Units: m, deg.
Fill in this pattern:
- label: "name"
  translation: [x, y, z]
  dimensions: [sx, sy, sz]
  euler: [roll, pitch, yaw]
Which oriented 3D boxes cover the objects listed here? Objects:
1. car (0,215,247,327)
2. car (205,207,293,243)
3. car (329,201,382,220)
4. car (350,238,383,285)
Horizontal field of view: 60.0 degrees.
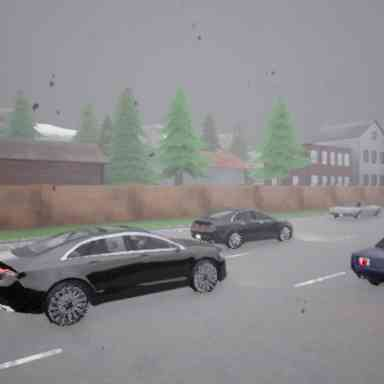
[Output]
- label: "car"
  translation: [-1.430, 1.465, 7.026]
  dimensions: [4.902, 1.511, 2.128]
  euler: [-1, 0, -36]
- label: "car"
  translation: [2.212, 1.414, 13.929]
  dimensions: [4.892, 1.490, 1.837]
  euler: [-1, 0, -35]
- label: "car"
  translation: [12.761, 1.367, 25.749]
  dimensions: [4.718, 1.301, 1.895]
  euler: [-1, 0, -36]
- label: "car"
  translation: [5.891, 1.515, 7.948]
  dimensions: [4.718, 1.301, 1.895]
  euler: [-1, 0, -36]
